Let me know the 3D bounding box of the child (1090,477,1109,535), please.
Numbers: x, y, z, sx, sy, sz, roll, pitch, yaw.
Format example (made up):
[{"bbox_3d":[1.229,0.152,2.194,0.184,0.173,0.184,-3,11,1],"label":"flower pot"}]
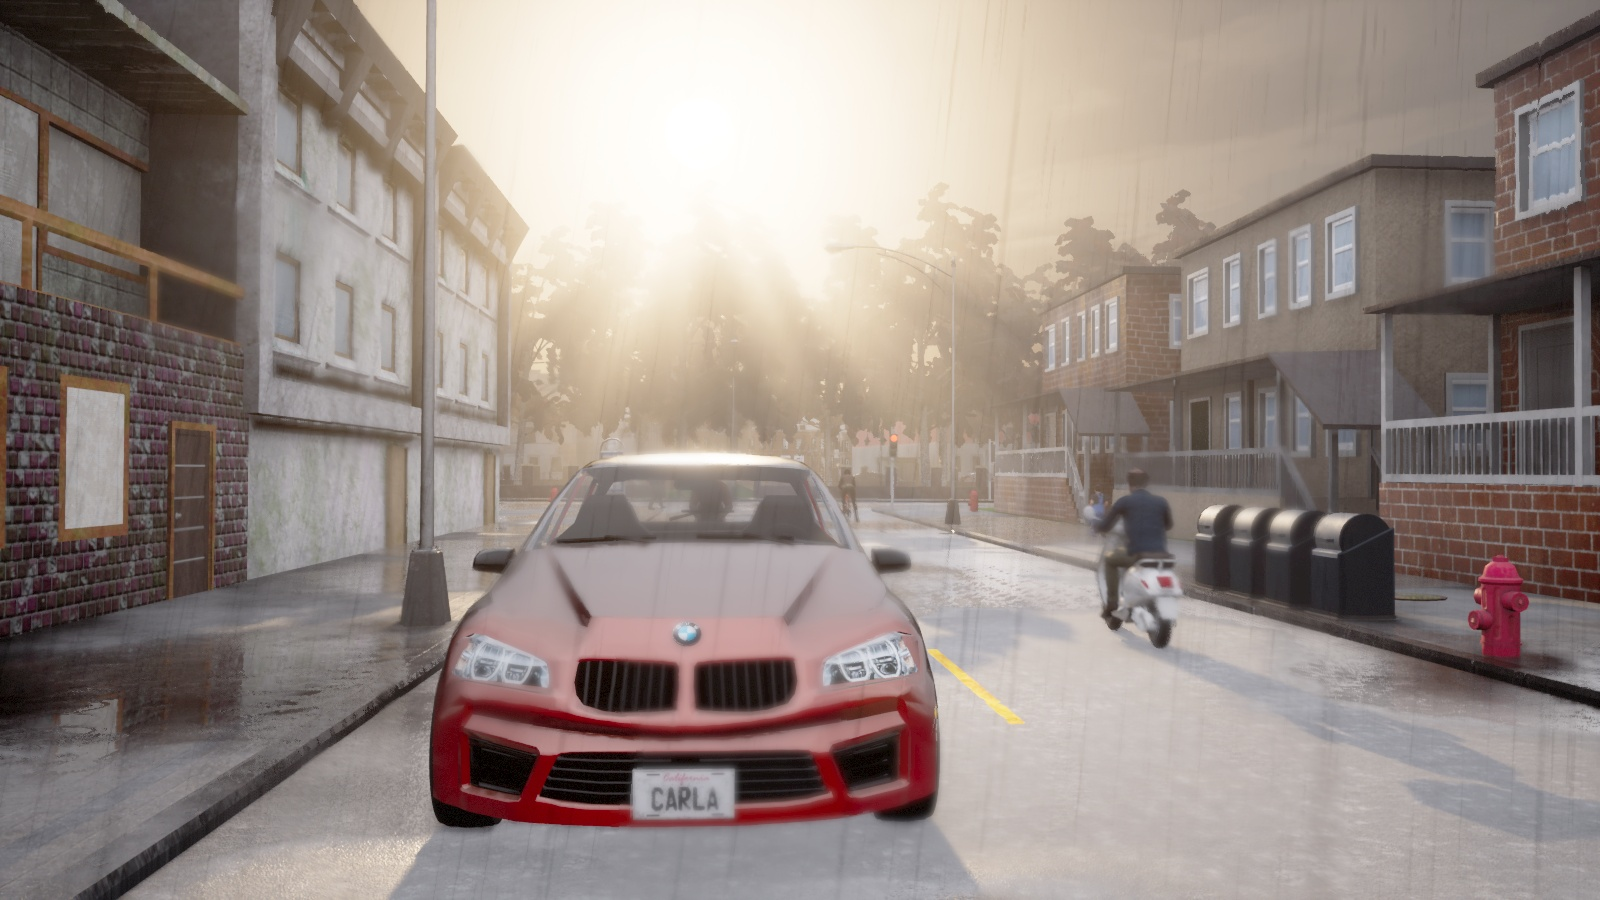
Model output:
[{"bbox_3d":[6.700,1.248,28.111,0.270,1.263,0.437,0,-1,-4],"label":"child"}]

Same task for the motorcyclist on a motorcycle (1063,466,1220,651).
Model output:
[{"bbox_3d":[3.139,0.953,11.761,0.866,1.590,1.817,0,-1,-4],"label":"motorcyclist on a motorcycle"}]

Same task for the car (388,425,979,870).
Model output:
[{"bbox_3d":[-0.578,0.780,7.099,2.242,1.667,4.611,0,-1,-4],"label":"car"}]
